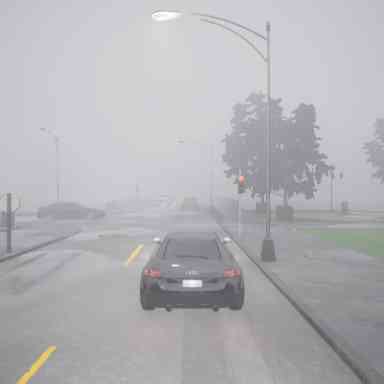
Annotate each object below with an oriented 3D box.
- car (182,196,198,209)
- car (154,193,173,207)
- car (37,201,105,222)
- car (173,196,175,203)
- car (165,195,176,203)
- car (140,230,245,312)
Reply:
[{"bbox_3d":[-0.258,1.352,45.156,2.097,1.767,4.553,0,0,0],"label":"car"},{"bbox_3d":[-4.511,1.221,51.016,2.150,2.045,5.566,0,0,-1],"label":"car"},{"bbox_3d":[-9.307,1.477,25.849,5.008,1.535,1.882,0,0,-5],"label":"car"},{"bbox_3d":[-4.557,1.547,61.267,2.033,1.411,5.357,0,0,0],"label":"car"},{"bbox_3d":[-4.577,1.525,71.510,2.128,1.511,4.902,0,0,0],"label":"car"},{"bbox_3d":[0.001,1.564,7.801,1.994,1.385,4.181,0,0,0],"label":"car"}]
